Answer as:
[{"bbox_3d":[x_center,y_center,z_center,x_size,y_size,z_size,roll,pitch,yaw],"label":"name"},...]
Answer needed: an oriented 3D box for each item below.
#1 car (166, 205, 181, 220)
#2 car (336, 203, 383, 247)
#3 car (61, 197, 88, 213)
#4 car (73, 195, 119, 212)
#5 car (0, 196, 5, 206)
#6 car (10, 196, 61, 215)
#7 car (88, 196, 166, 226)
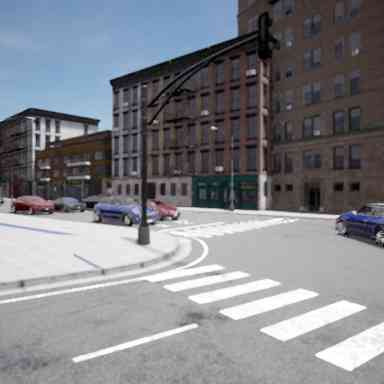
[{"bbox_3d":[-2.956,1.270,24.153,4.674,1.442,1.812,1,0,38],"label":"car"},{"bbox_3d":[8.396,1.281,14.857,2.097,1.767,4.553,1,1,-4],"label":"car"},{"bbox_3d":[-11.653,1.192,30.951,4.181,1.385,1.994,1,0,38],"label":"car"},{"bbox_3d":[-9.859,1.118,33.931,5.008,1.535,1.882,1,0,39],"label":"car"},{"bbox_3d":[-25.604,0.955,42.597,4.902,1.511,2.128,0,0,41],"label":"car"},{"bbox_3d":[-13.633,1.091,28.373,5.008,1.535,1.882,1,0,39],"label":"car"},{"bbox_3d":[-4.163,1.092,20.903,4.553,1.767,2.097,1,0,39],"label":"car"}]
